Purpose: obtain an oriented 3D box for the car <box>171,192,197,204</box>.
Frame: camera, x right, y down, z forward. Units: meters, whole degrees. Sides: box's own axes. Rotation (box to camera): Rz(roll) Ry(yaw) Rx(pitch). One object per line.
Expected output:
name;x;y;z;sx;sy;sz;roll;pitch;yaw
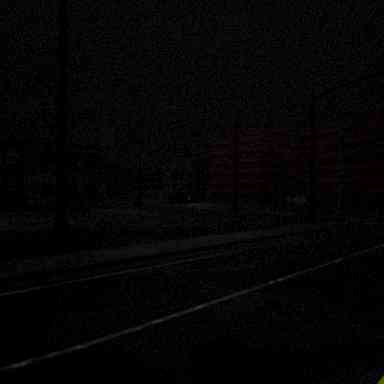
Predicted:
car;-1.519;1.043;60.292;2.150;2.045;5.566;1;1;-43
